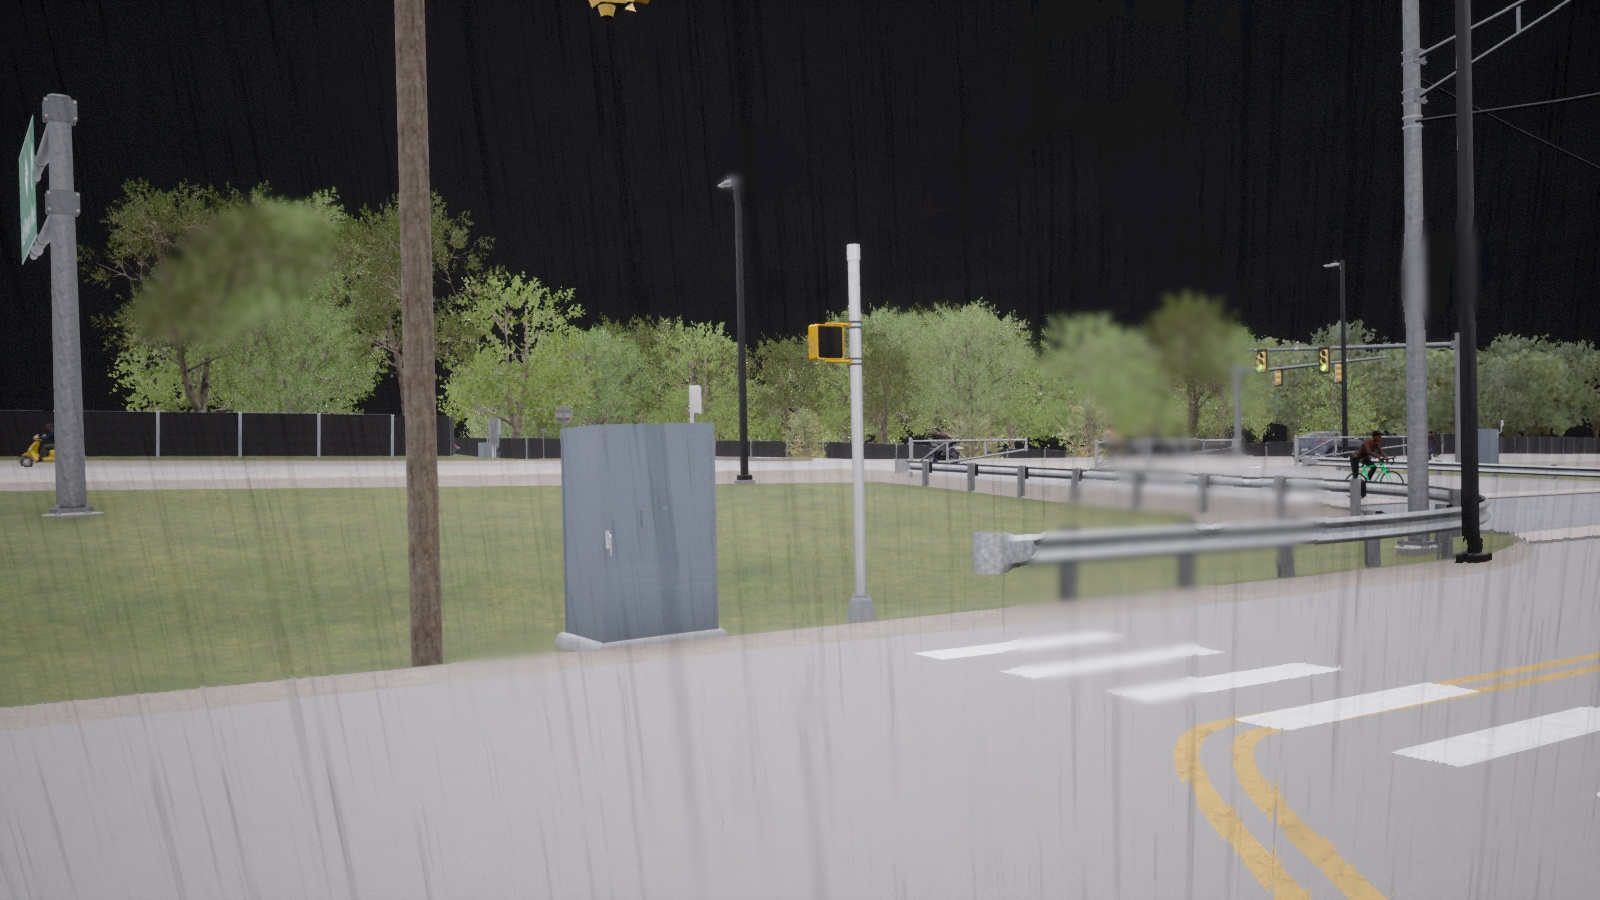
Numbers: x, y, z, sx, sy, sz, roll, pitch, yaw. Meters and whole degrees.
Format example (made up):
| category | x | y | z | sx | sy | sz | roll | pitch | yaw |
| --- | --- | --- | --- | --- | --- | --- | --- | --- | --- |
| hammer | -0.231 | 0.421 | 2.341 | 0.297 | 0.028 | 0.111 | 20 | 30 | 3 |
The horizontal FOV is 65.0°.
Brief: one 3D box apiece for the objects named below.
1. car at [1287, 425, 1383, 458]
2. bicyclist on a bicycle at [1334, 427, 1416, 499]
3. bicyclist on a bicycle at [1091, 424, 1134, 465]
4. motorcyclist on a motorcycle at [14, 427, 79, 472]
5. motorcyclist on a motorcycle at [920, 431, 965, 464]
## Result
| category | x | y | z | sx | sy | sz | roll | pitch | yaw |
| --- | --- | --- | --- | --- | --- | --- | --- | --- | --- |
| car | 27.455 | -0.436 | 64.449 | 5.027 | 1.651 | 2.152 | 0 | 0 | -34 |
| bicyclist on a bicycle | 13.443 | 0.321 | 29.409 | 0.582 | 1.620 | 1.656 | 0 | -3 | -27 |
| bicyclist on a bicycle | 12.438 | -0.212 | 49.962 | 1.509 | 1.612 | 0.866 | 0 | 2 | -35 |
| motorcyclist on a motorcycle | -27.050 | -0.039 | 45.111 | 1.817 | 1.590 | 0.866 | 0 | 0 | -15 |
| motorcyclist on a motorcycle | 6.711 | -0.127 | 59.426 | 0.866 | 1.530 | 2.191 | 0 | 1 | -35 |
